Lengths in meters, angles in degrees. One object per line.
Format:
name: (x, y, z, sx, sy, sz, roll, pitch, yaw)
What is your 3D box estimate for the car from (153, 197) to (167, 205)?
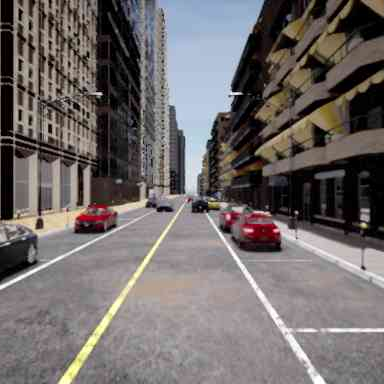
car: (-5.677, 1.573, 59.724, 2.008, 1.369, 4.403, 0, 0, 0)

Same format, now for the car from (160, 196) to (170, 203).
car: (-5.676, 1.558, 70.851, 1.752, 1.417, 4.829, 0, 0, 0)

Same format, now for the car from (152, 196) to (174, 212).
car: (-3.087, 1.556, 38.951, 2.033, 1.411, 5.357, 0, 0, 0)

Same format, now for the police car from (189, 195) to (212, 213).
police car: (0.908, 1.434, 37.950, 1.930, 1.638, 5.238, 0, 0, 0)

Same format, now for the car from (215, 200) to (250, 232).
car: (2.695, 1.443, 20.183, 1.967, 1.590, 4.097, 0, 0, 0)

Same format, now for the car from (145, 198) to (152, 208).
car: (-5.680, 1.580, 48.427, 1.947, 1.339, 4.313, 0, 0, 0)

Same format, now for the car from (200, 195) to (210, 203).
car: (2.705, 1.472, 71.020, 1.967, 1.590, 4.097, 0, 0, 0)

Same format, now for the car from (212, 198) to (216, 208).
car: (2.700, 1.536, 42.947, 1.752, 1.417, 4.829, 0, 0, 0)

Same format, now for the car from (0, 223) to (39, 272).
car: (-5.687, 1.551, 8.887, 2.008, 1.369, 4.403, 0, 0, 0)

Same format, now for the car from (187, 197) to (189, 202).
car: (0.016, 1.445, 70.992, 1.994, 1.385, 4.181, 0, 0, 0)

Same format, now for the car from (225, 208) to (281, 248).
car: (2.694, 1.583, 14.535, 1.802, 1.307, 4.206, 0, 0, 0)

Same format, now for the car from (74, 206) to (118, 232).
car: (-5.685, 1.547, 20.185, 1.887, 1.381, 4.507, 0, 0, 0)

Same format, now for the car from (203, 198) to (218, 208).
car: (2.701, 1.580, 48.426, 1.947, 1.339, 4.313, 0, 0, 0)

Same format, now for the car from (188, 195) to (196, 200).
car: (0.019, 1.508, 89.816, 1.994, 1.385, 4.181, 0, 0, 0)

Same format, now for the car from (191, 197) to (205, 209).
car: (0.821, 1.520, 47.841, 1.837, 1.490, 4.892, 0, 0, 0)

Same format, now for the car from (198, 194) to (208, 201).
car: (2.708, 1.359, 82.317, 2.192, 1.841, 5.009, 0, 0, 0)

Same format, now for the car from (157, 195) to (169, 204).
car: (-5.677, 1.467, 65.374, 1.967, 1.590, 4.097, 0, 0, 0)
